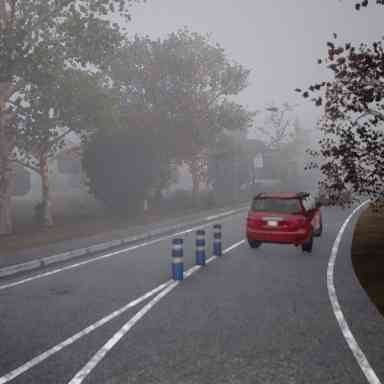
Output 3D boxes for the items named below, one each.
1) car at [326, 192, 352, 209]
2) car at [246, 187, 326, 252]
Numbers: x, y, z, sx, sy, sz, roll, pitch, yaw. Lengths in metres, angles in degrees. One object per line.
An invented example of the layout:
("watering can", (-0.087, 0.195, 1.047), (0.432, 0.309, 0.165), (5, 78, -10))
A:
("car", (11.075, 0.287, 25.982), (2.097, 1.767, 4.553), (-1, 3, 33))
("car", (3.798, 1.003, 13.172), (2.150, 2.045, 5.566), (0, 2, 26))
